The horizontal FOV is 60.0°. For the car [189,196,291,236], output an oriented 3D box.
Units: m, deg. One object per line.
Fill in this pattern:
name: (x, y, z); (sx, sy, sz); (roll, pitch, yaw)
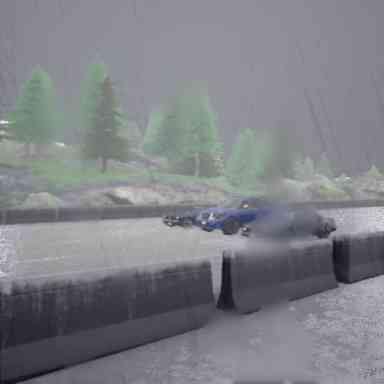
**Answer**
car: (2.872, 1.247, 18.938); (5.566, 2.045, 2.150); (0, 0, -35)

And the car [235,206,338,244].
car: (4.849, 1.573, 16.050); (5.357, 1.411, 2.033); (0, 0, -35)

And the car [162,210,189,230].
car: (0.461, 1.626, 21.517); (4.718, 1.301, 1.895); (0, 0, -35)

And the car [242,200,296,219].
car: (7.136, 1.537, 30.568); (4.902, 1.511, 2.128); (0, 0, -35)
